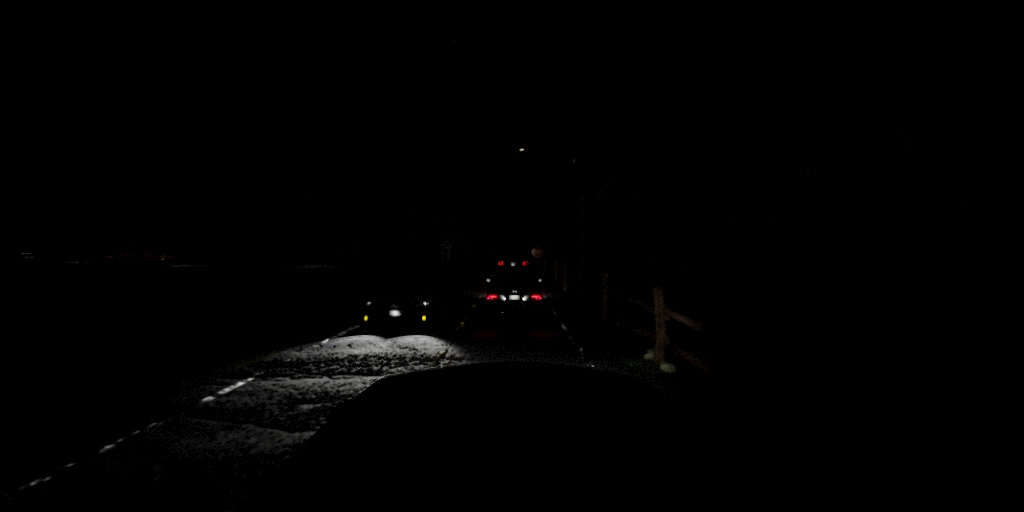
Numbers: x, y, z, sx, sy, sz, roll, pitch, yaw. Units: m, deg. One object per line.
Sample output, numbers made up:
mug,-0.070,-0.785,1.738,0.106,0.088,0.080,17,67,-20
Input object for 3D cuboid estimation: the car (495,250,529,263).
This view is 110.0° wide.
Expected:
car,0.026,0.591,24.805,2.150,2.045,5.566,0,1,-1

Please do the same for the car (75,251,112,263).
car,-46.807,0.100,40.809,4.181,1.385,1.994,1,1,1

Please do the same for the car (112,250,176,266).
car,-38.431,0.181,37.841,5.008,1.535,1.882,1,1,1

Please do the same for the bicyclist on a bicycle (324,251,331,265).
bicyclist on a bicycle,-22.472,0.246,43.644,0.582,1.620,1.656,1,1,1

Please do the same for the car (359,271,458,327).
car,-2.845,1.166,10.690,1.994,1.385,4.181,0,1,0

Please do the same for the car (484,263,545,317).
car,0.073,1.125,12.192,2.033,1.411,5.357,0,1,0
